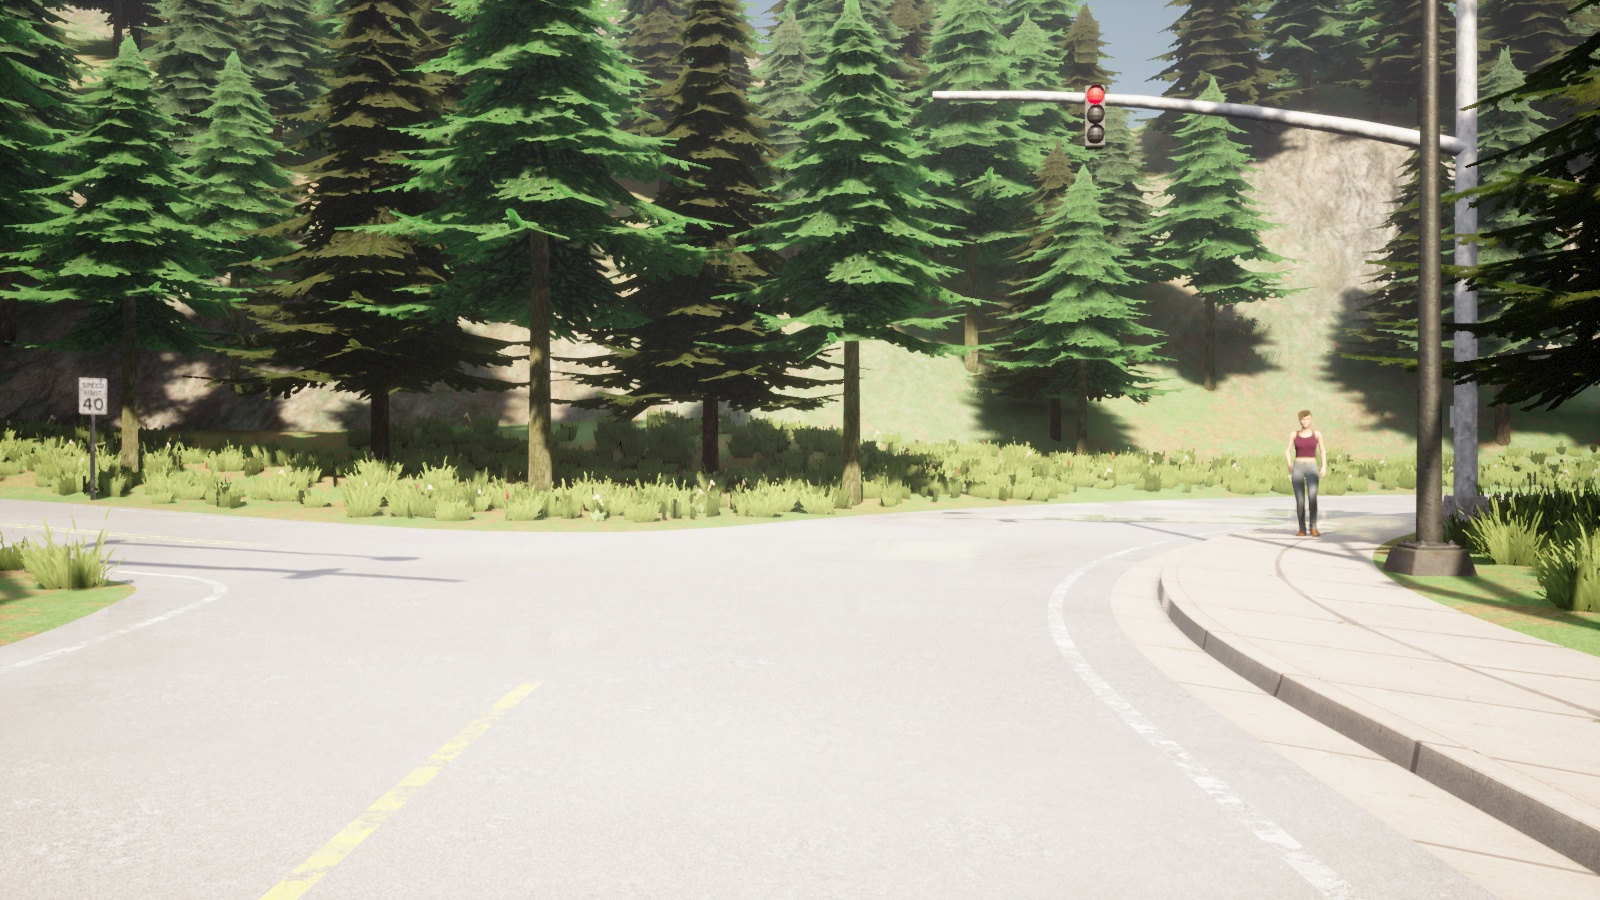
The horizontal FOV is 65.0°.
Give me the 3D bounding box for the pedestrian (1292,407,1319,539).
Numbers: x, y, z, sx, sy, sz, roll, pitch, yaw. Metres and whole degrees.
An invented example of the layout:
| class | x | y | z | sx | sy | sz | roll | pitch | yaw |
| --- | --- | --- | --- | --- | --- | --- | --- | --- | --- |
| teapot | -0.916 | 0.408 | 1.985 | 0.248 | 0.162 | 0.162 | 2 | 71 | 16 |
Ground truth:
| class | x | y | z | sx | sy | sz | roll | pitch | yaw |
| --- | --- | --- | --- | --- | --- | --- | --- | --- | --- |
| pedestrian | 7.154 | 0.314 | 17.755 | 0.345 | 1.836 | 0.594 | 0 | 0 | 23 |
